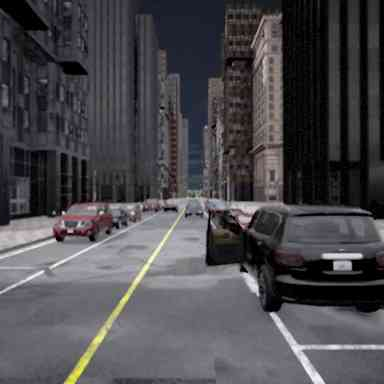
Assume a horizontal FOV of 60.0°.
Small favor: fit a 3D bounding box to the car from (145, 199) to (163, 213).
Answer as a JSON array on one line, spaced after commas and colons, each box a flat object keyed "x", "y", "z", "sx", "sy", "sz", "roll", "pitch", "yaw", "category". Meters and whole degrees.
[{"x": -5.547, "y": 1.863, "z": 46.058, "sx": 2.192, "sy": 1.841, "sz": 5.009, "roll": 0, "pitch": -1, "yaw": 0, "category": "car"}]

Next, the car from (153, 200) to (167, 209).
[{"x": -5.495, "y": 2.119, "z": 57.260, "sx": 1.967, "sy": 1.590, "sz": 4.097, "roll": 0, "pitch": -1, "yaw": 0, "category": "car"}]

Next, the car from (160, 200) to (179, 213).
[{"x": -2.791, "y": 2.132, "z": 45.067, "sx": 1.895, "sy": 1.301, "sz": 4.718, "roll": 0, "pitch": -1, "yaw": 0, "category": "car"}]

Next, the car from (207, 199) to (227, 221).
[{"x": 2.927, "y": 1.840, "z": 34.816, "sx": 1.967, "sy": 1.590, "sz": 4.097, "roll": 0, "pitch": -1, "yaw": 0, "category": "car"}]

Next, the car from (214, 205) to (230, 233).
[{"x": 2.876, "y": 1.836, "z": 23.612, "sx": 1.947, "sy": 1.339, "sz": 4.313, "roll": 0, "pitch": -1, "yaw": 0, "category": "car"}]

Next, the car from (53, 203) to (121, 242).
[{"x": -5.676, "y": 1.537, "z": 18.050, "sx": 2.192, "sy": 1.841, "sz": 5.009, "roll": 0, "pitch": -1, "yaw": 0, "category": "car"}]

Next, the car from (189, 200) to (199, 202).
[{"x": 0.225, "y": 1.878, "z": 45.176, "sx": 2.097, "sy": 1.767, "sz": 4.553, "roll": 0, "pitch": -1, "yaw": 0, "category": "car"}]

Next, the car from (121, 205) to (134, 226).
[{"x": -5.649, "y": 1.853, "z": 23.648, "sx": 1.947, "sy": 1.339, "sz": 4.313, "roll": 0, "pitch": -1, "yaw": 0, "category": "car"}]

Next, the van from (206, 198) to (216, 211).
[{"x": 2.952, "y": 1.807, "z": 40.419, "sx": 1.690, "sy": 1.788, "sz": 3.998, "roll": 0, "pitch": -1, "yaw": 0, "category": "van"}]

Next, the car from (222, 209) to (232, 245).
[{"x": 2.851, "y": 1.787, "z": 18.011, "sx": 1.802, "sy": 1.307, "sz": 4.206, "roll": 0, "pitch": -1, "yaw": 0, "category": "car"}]

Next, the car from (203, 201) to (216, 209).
[{"x": 3.031, "y": 2.213, "z": 57.220, "sx": 2.008, "sy": 1.369, "sz": 4.403, "roll": 0, "pitch": -1, "yaw": 0, "category": "car"}]

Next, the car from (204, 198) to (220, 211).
[{"x": 3.004, "y": 1.912, "z": 51.622, "sx": 2.192, "sy": 1.841, "sz": 5.009, "roll": 0, "pitch": -1, "yaw": 0, "category": "car"}]

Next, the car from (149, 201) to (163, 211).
[{"x": -5.521, "y": 2.137, "z": 51.487, "sx": 1.752, "sy": 1.417, "sz": 4.829, "roll": 0, "pitch": -1, "yaw": 0, "category": "car"}]

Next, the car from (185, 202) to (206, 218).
[{"x": 0.235, "y": 2.009, "z": 35.011, "sx": 1.895, "sy": 1.301, "sz": 4.718, "roll": 0, "pitch": -1, "yaw": 1, "category": "car"}]

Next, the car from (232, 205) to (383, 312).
[{"x": 2.439, "y": 1.311, "z": 8.042, "sx": 2.150, "sy": 2.045, "sz": 5.566, "roll": 0, "pitch": -1, "yaw": 0, "category": "car"}]

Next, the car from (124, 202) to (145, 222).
[{"x": -5.624, "y": 1.792, "z": 29.251, "sx": 1.967, "sy": 1.590, "sz": 4.097, "roll": 0, "pitch": -1, "yaw": 0, "category": "car"}]
